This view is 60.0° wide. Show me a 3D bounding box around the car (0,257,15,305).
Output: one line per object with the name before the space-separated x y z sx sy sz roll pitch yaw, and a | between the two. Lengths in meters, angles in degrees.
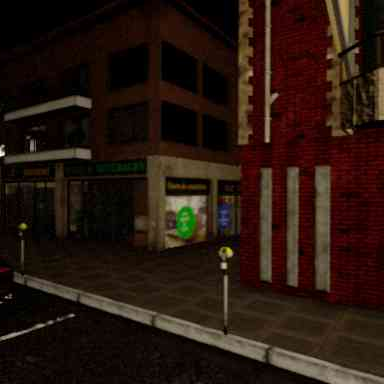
car | -5.207 1.493 6.580 4.403 1.369 2.008 1 0 35
